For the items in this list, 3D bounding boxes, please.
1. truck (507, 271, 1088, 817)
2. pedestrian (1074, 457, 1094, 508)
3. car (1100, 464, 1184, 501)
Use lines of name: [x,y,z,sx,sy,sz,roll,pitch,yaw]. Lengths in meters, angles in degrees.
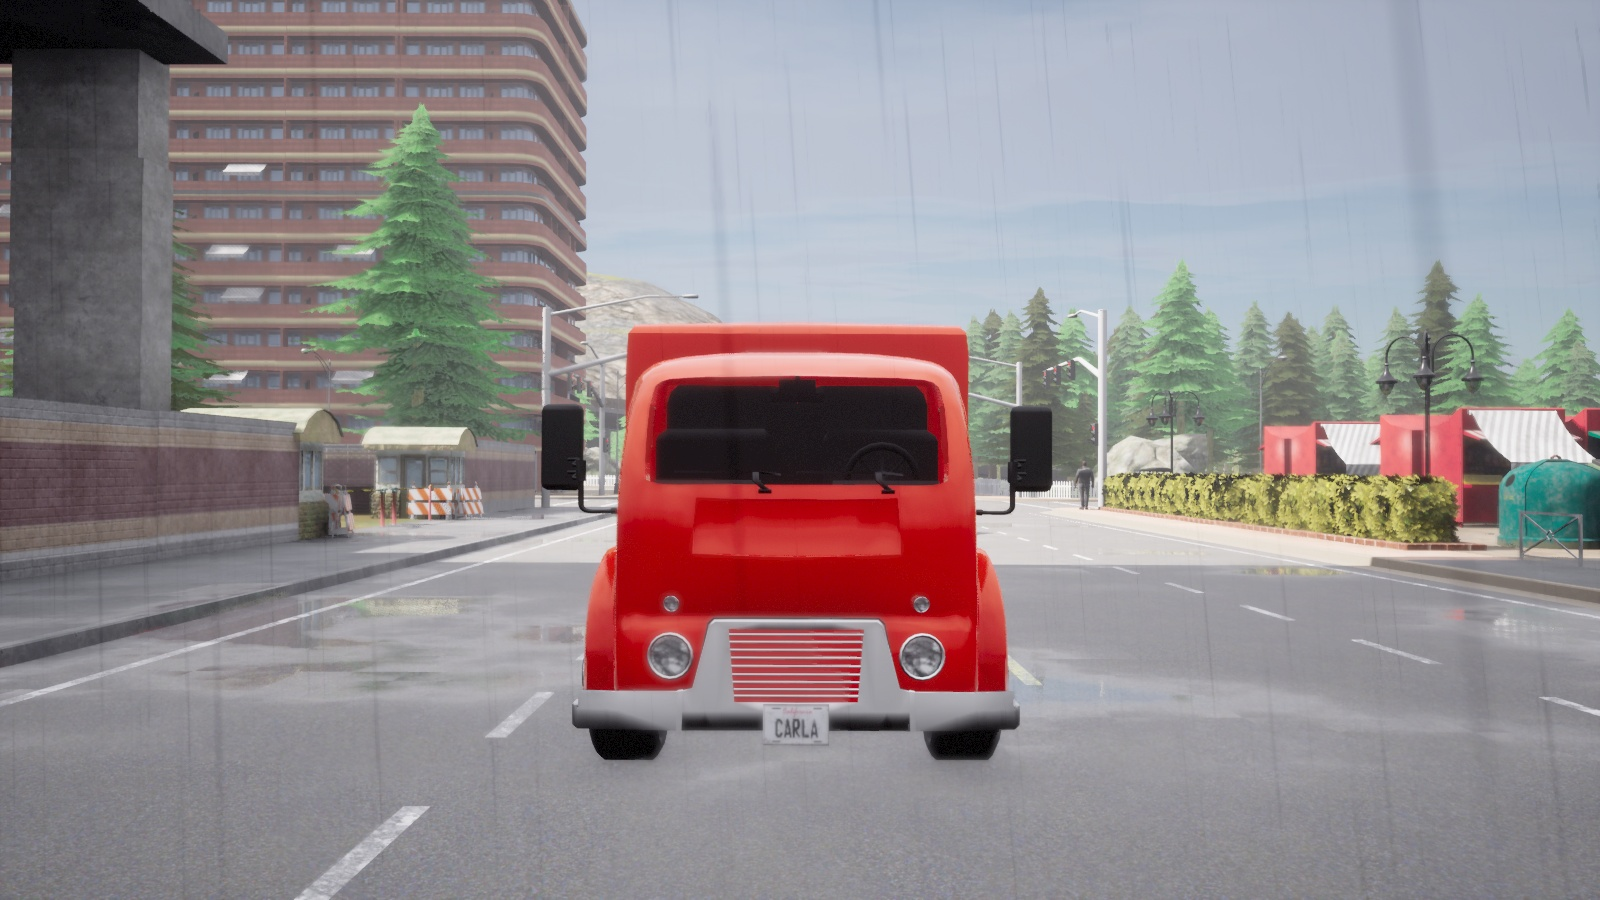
truck: [-0.022,0.467,8.307,2.627,2.467,5.204,0,-1,0]
pedestrian: [10.594,1.210,46.794,0.563,1.883,0.849,0,-1,2]
car: [17.762,1.690,65.387,3.866,1.878,1.905,0,-1,0]
